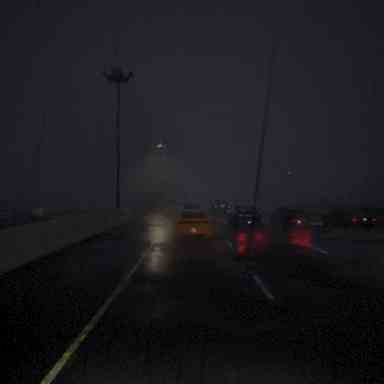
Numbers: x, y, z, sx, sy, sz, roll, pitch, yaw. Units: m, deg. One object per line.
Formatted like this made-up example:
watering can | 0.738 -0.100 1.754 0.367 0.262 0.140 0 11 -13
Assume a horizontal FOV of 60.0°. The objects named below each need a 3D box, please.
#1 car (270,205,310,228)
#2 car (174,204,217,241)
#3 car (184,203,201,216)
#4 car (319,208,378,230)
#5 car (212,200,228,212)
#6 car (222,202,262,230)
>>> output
car | 7.084 1.745 24.428 1.837 1.490 4.892 0 -1 0
car | 0.089 1.653 17.821 1.882 1.535 5.008 0 -1 0
car | 0.051 1.972 37.922 1.895 1.301 4.718 0 -1 0
car | 10.586 1.772 22.896 2.033 1.411 5.357 0 -1 0
car | 3.542 1.749 40.595 2.097 1.767 4.553 0 0 0
car | 3.585 1.719 23.197 2.128 1.511 4.902 0 -1 0
